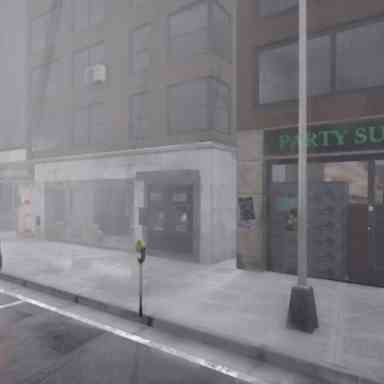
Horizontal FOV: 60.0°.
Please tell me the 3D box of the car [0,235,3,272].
[{"bbox_3d":[-6.802,1.219,8.103,5.566,2.045,2.150,0,0,35],"label":"car"}]
